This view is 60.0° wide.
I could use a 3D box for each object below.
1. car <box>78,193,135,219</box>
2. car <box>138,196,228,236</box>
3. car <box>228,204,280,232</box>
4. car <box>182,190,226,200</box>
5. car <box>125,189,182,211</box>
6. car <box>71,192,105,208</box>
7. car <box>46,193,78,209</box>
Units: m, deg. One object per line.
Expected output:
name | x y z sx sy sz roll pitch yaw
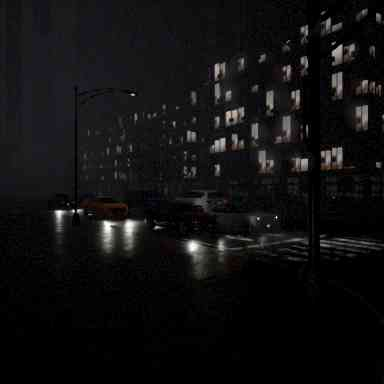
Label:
car | -6.504 1.058 24.771 1.882 1.535 5.008 0 1 -38
car | -0.661 1.231 17.325 1.882 1.535 5.008 0 1 -37
car | 2.508 1.368 18.580 1.895 1.301 4.718 0 1 -39
car | 0.393 0.843 26.832 2.150 2.045 5.566 0 1 -38
car | -3.522 0.810 26.234 2.150 2.045 5.566 0 1 -38
car | -11.397 0.832 36.309 1.882 1.535 5.008 0 1 -38
car | -13.146 0.887 33.260 1.837 1.490 4.892 0 1 -38
